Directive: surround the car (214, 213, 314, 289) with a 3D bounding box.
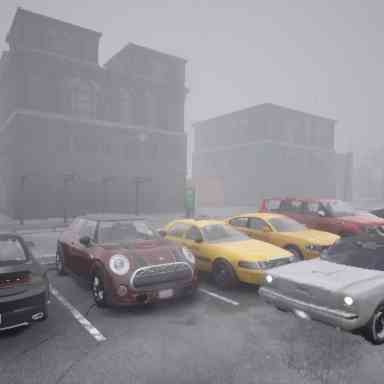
[{"bbox_3d":[0.497,1.478,9.559,1.946,1.575,5.366,0,0,-35],"label":"car"}]

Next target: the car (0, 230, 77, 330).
[{"bbox_3d":[-4.145,1.481,6.481,2.231,1.521,4.892,0,0,-35],"label":"car"}]

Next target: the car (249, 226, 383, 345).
[{"bbox_3d":[3.519,1.602,6.483,4.718,1.301,1.895,0,0,-35],"label":"car"}]

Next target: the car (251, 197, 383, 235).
[{"bbox_3d":[4.944,1.230,12.910,2.435,2.045,5.566,0,0,-35],"label":"car"}]

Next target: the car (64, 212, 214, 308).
[{"bbox_3d":[-1.796,1.355,8.196,2.185,1.767,4.553,0,0,-35],"label":"car"}]
